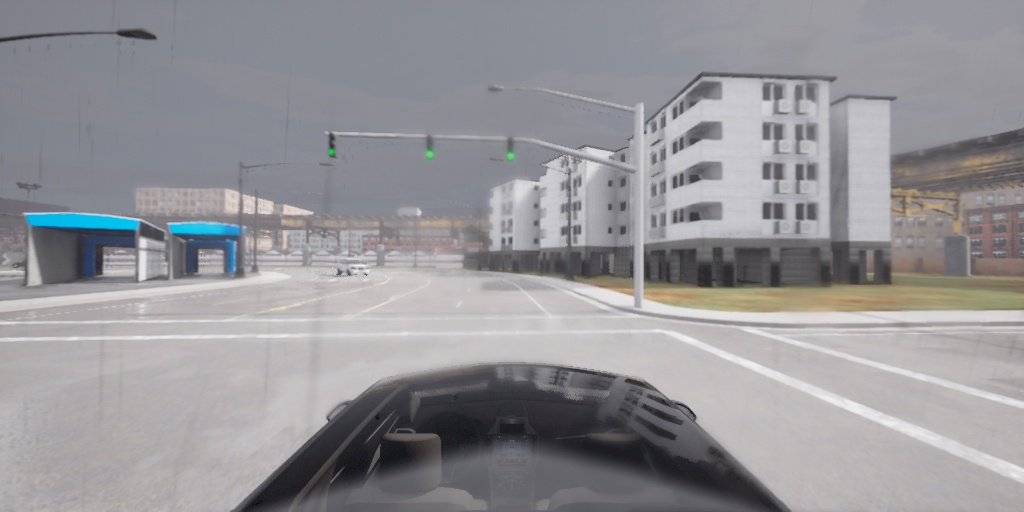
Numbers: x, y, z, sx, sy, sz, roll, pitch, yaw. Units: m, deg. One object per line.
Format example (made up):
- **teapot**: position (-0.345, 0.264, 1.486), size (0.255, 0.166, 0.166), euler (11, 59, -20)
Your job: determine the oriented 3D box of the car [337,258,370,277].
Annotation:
- **car**: position (-18.290, 1.267, 41.172), size (2.150, 2.045, 5.566), euler (1, 0, -43)
